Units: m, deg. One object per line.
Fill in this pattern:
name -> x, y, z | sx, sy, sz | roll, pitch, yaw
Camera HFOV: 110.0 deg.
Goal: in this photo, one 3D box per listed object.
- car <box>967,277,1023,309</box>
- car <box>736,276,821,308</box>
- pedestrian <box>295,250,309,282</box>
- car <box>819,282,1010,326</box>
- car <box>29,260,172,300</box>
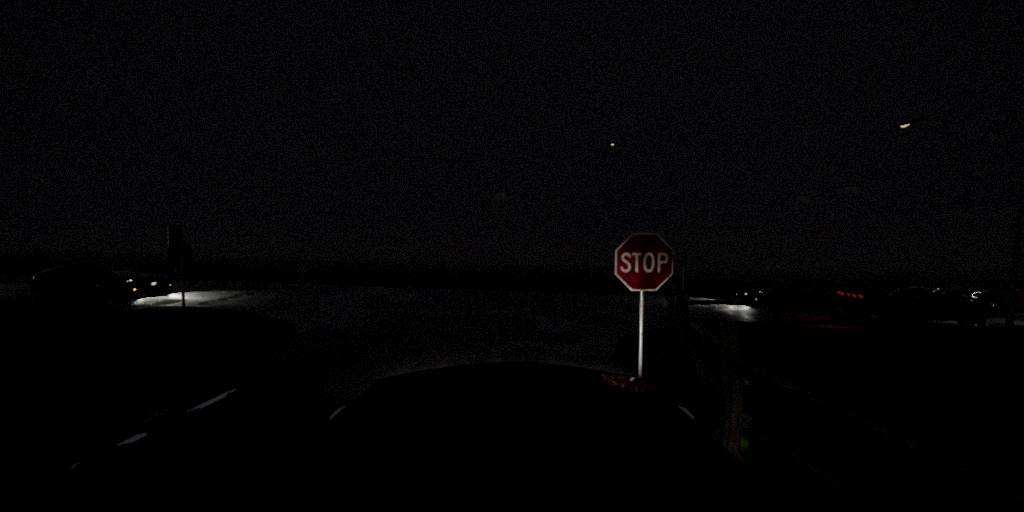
car -> 23.167, 1.798, 17.175 | 4.553, 1.767, 2.097 | 2, 3, 0
car -> 13.228, 1.700, 17.235 | 4.181, 1.385, 1.994 | 2, 3, 0
pedestrian -> -11.999, 0.540, 20.430 | 0.375, 1.860, 0.375 | 0, 1, 0
car -> 15.773, 1.844, 14.316 | 4.902, 1.511, 2.128 | 2, 3, 1
car -> -16.481, 0.879, 14.511 | 4.181, 1.385, 1.994 | 2, 3, 0
